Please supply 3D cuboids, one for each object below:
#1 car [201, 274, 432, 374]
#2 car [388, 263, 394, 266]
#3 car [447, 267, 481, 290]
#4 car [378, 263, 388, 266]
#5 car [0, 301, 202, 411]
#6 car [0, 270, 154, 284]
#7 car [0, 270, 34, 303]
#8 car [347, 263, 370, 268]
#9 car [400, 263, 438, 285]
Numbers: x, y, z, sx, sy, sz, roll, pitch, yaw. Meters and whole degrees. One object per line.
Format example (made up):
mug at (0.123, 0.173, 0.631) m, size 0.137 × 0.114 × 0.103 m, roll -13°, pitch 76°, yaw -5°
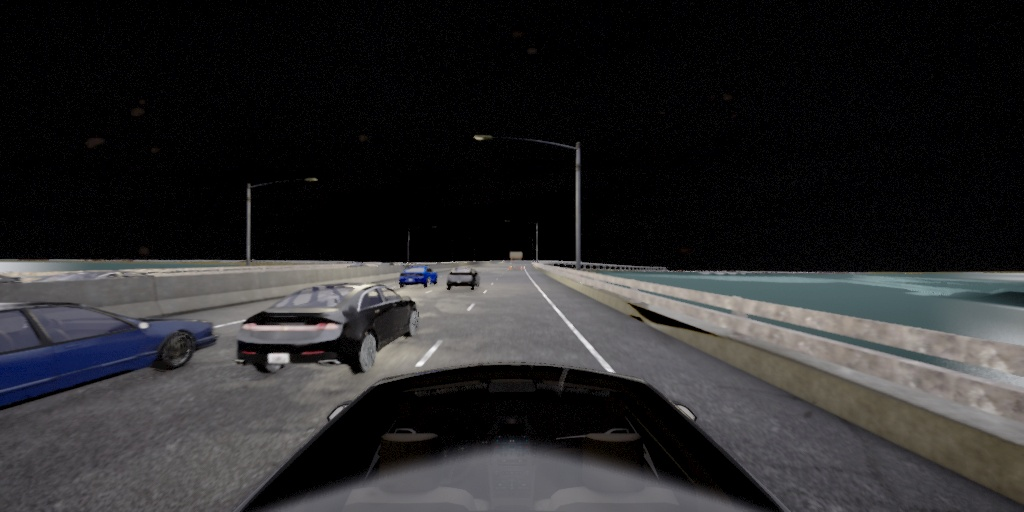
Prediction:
car at (-3.391, 1.305, 7.649) m, size 2.128 × 1.511 × 4.902 m, roll 0°, pitch -1°, yaw 0°
car at (-17.004, 1.872, 55.986) m, size 2.033 × 1.411 × 5.357 m, roll 0°, pitch -1°, yaw 2°
car at (-3.298, 1.490, 24.980) m, size 2.128 × 1.511 × 4.902 m, roll 0°, pitch -1°, yaw 0°
car at (-20.454, 1.853, 58.245) m, size 1.837 × 1.490 × 4.892 m, roll 0°, pitch -1°, yaw 2°
car at (-6.897, 1.329, 4.804) m, size 2.033 × 1.411 × 5.357 m, roll 0°, pitch -1°, yaw 0°
car at (-17.561, 1.383, 15.172) m, size 2.128 × 1.511 × 4.902 m, roll 0°, pitch -1°, yaw 0°
car at (-24.560, 1.395, 15.288) m, size 1.837 × 1.490 × 4.892 m, roll 0°, pitch -1°, yaw 0°
car at (-23.995, 1.874, 56.138) m, size 2.033 × 1.411 × 5.357 m, roll 0°, pitch -1°, yaw 2°
car at (-6.784, 1.493, 26.569) m, size 1.882 × 1.535 × 5.008 m, roll 0°, pitch -1°, yaw 1°
